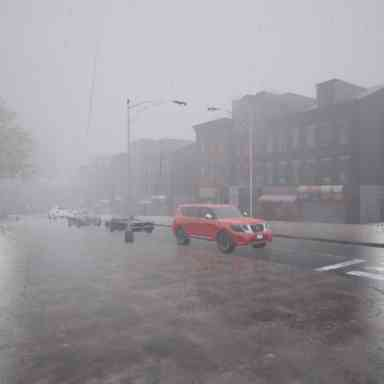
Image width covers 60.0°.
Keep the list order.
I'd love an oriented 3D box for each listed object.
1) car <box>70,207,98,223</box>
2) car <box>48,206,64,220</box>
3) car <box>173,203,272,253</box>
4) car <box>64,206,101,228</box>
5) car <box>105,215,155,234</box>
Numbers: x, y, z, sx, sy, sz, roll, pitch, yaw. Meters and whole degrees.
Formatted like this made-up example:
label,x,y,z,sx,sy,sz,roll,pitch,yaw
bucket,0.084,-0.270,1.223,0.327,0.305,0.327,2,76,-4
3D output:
label,x,y,z,sx,sy,sz,roll,pitch,yaw
car,-13.558,2.815,41.592,2.097,1.767,4.553,0,-2,-35
car,-20.634,3.198,51.508,2.150,2.045,5.566,0,-2,-35
car,1.182,1.565,15.849,2.150,2.045,5.566,0,-2,-35
car,-10.464,2.440,32.182,2.097,1.767,4.553,0,-2,-35
car,-4.532,2.290,23.854,1.895,1.301,4.718,0,-2,-36
